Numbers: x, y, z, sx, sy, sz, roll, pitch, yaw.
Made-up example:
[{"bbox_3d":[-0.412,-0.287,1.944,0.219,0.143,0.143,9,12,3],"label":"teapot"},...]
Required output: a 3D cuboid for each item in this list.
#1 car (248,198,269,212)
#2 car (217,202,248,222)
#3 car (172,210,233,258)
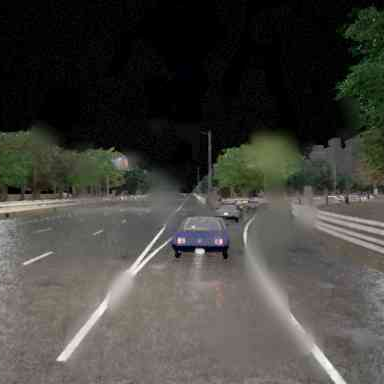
[{"bbox_3d":[7.954,1.517,40.090,2.128,1.511,4.902,0,0,25],"label":"car"},{"bbox_3d":[3.009,1.581,26.421,1.994,1.385,4.181,0,0,15],"label":"car"},{"bbox_3d":[0.481,1.608,12.863,1.895,1.301,4.718,0,0,6],"label":"car"}]
